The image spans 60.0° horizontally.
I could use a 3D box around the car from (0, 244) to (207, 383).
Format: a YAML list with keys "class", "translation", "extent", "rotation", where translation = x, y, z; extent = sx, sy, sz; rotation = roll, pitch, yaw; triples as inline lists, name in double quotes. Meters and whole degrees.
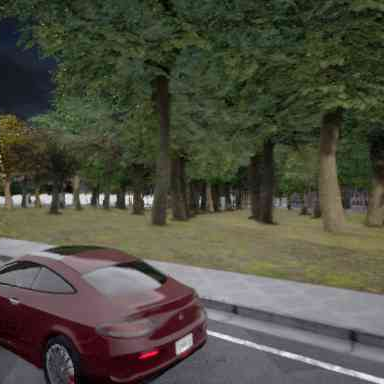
- class: "car"
  translation: [-1.962, 1.558, 5.083]
  extent: [4.674, 1.442, 1.812]
  rotation: [-1, 0, 35]
